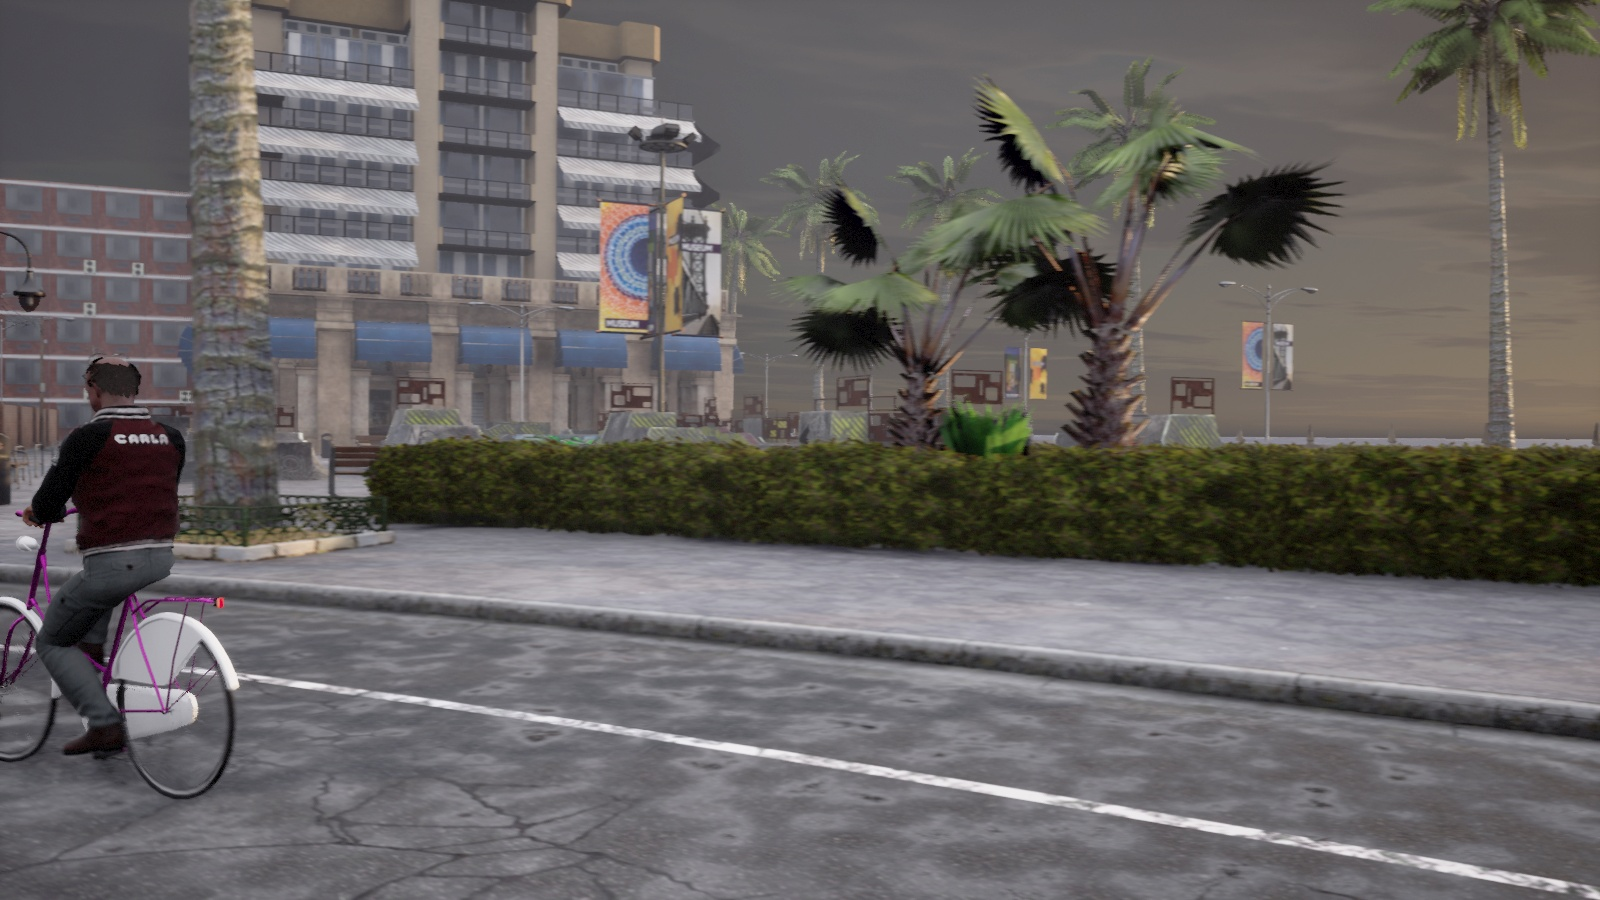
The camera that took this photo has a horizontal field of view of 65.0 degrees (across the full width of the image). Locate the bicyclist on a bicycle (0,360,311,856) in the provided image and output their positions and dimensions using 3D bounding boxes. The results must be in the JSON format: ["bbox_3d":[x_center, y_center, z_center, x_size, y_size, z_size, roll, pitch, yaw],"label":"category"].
[{"bbox_3d":[-2.957,0.557,5.204,1.843,1.776,0.659,0,1,28],"label":"bicyclist on a bicycle"}]
